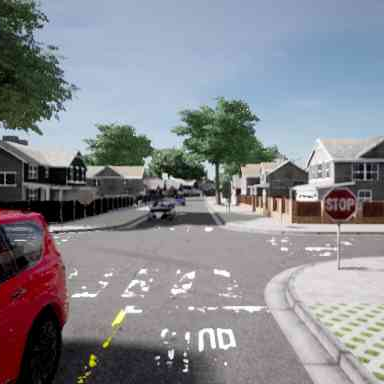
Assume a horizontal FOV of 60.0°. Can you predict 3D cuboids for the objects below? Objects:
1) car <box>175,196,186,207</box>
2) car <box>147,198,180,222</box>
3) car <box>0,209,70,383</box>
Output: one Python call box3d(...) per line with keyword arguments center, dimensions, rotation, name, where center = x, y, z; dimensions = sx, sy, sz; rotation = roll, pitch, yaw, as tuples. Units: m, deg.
box3d(center=(-1.962, 1.427, 51.157), dimensions=(1.812, 1.442, 4.674), rotation=(0, 0, 1), name="car")
box3d(center=(-2.346, 1.462, 26.302), dimensions=(2.128, 1.511, 4.902), rotation=(0, 0, 1), name="car")
box3d(center=(-2.718, 1.230, 2.206), dimensions=(2.150, 2.045, 5.566), rotation=(0, 0, 1), name="car")
